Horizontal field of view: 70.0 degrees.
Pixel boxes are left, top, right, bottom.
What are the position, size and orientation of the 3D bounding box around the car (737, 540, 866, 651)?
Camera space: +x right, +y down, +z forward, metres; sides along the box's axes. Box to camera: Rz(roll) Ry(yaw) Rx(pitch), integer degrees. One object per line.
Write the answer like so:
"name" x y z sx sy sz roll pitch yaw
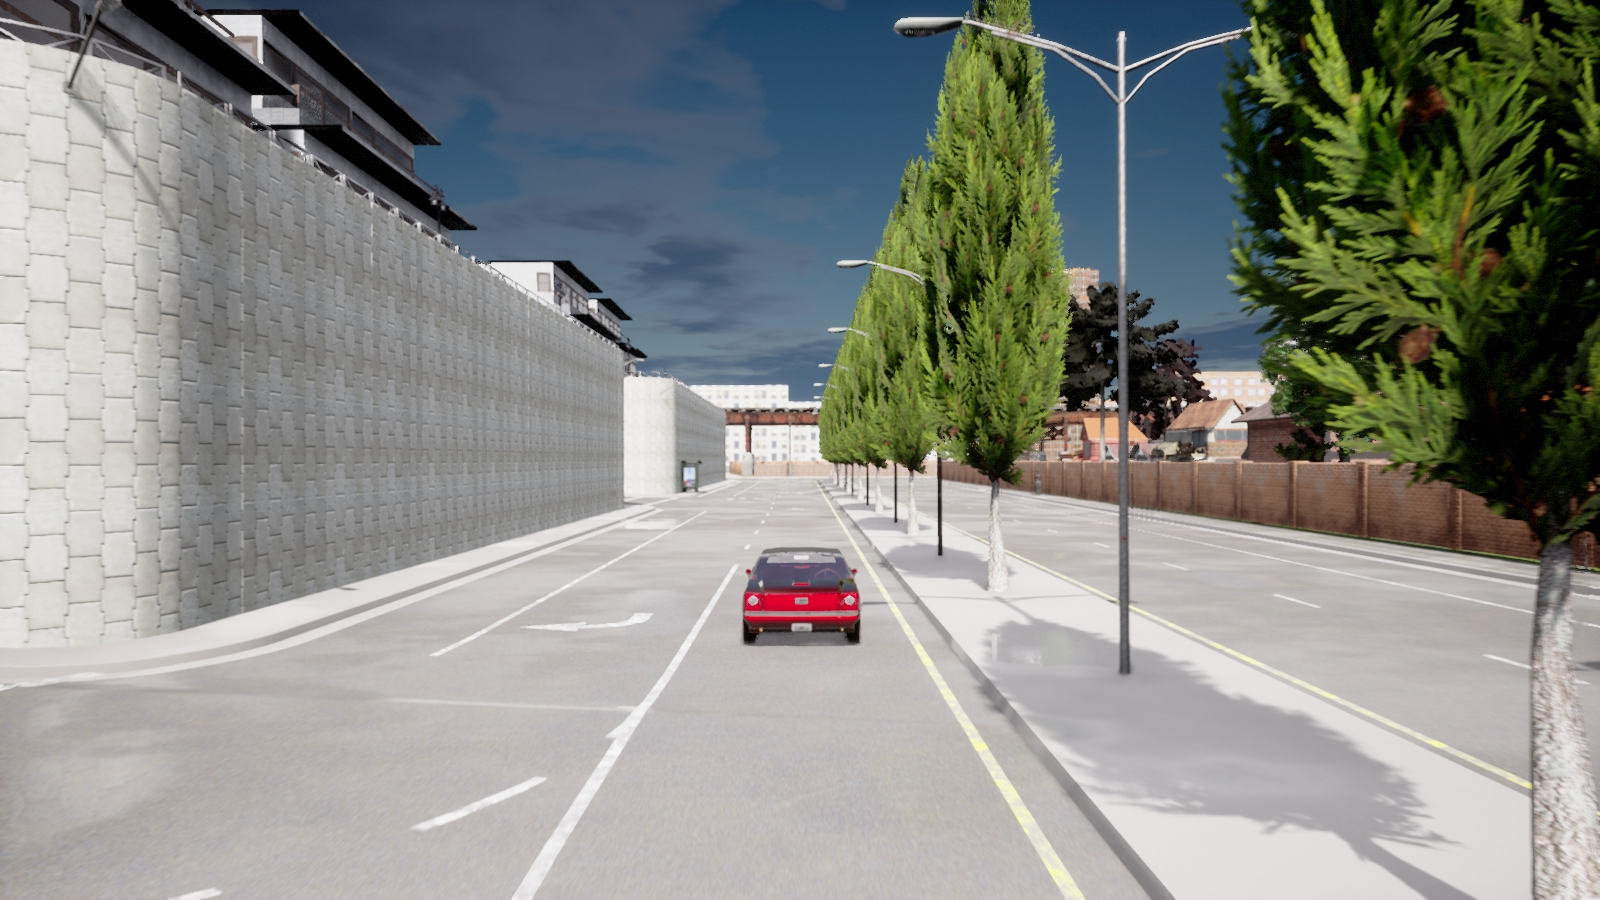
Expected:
"car" 0.024 2.331 19.244 1.895 1.301 4.718 0 0 0
